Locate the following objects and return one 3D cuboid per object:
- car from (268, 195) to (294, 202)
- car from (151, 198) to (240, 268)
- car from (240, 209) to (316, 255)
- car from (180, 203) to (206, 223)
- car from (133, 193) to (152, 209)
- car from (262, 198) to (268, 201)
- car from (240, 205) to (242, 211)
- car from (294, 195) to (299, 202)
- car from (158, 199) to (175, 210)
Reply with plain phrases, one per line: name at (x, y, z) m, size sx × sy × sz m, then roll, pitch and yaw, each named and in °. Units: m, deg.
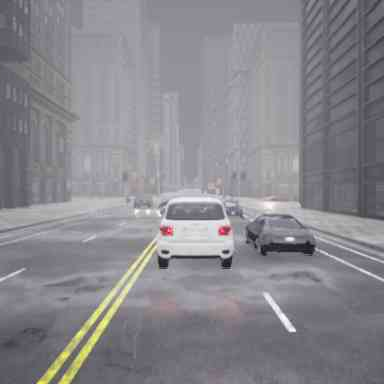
car at (20.700, 1.727, 77.359) m, size 4.507 × 1.381 × 1.887 m, roll 1°, pitch -1°, yaw 0°
car at (0.068, 1.214, 11.347) m, size 2.150 × 2.045 × 5.566 m, roll 0°, pitch -1°, yaw -1°
car at (3.317, 1.561, 13.229) m, size 1.994 × 1.385 × 4.181 m, roll 0°, pitch 0°, yaw 0°
car at (0.053, 1.592, 26.589) m, size 1.895 × 1.301 × 4.718 m, roll 0°, pitch 0°, yaw 0°
car at (-6.611, 1.191, 45.759) m, size 2.150 × 2.045 × 5.566 m, roll 0°, pitch 0°, yaw 0°
car at (20.557, 1.714, 85.887) m, size 4.829 × 1.417 × 1.752 m, roll 1°, pitch -1°, yaw 0°
car at (3.314, 1.516, 29.006) m, size 1.812 × 1.442 × 4.674 m, roll 0°, pitch 0°, yaw 0°
car at (25.791, 1.567, 77.348) m, size 5.009 × 1.841 × 2.192 m, roll 1°, pitch -1°, yaw 0°
car at (-3.365, 1.571, 44.192) m, size 1.895 × 1.301 × 4.718 m, roll 0°, pitch 0°, yaw 0°
